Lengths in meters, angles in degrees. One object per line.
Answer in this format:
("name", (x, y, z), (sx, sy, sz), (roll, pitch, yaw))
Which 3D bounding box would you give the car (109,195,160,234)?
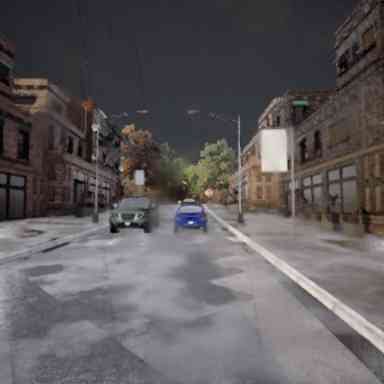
("car", (-3.200, 1.235, 19.569), (2.150, 2.045, 5.566), (0, 0, 1))

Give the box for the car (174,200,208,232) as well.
("car", (-0.085, 1.493, 20.275), (1.882, 1.535, 5.008), (0, 0, -1))

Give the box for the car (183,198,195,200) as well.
("car", (-0.331, 1.472, 39.989), (1.882, 1.535, 5.008), (0, 1, -1))
